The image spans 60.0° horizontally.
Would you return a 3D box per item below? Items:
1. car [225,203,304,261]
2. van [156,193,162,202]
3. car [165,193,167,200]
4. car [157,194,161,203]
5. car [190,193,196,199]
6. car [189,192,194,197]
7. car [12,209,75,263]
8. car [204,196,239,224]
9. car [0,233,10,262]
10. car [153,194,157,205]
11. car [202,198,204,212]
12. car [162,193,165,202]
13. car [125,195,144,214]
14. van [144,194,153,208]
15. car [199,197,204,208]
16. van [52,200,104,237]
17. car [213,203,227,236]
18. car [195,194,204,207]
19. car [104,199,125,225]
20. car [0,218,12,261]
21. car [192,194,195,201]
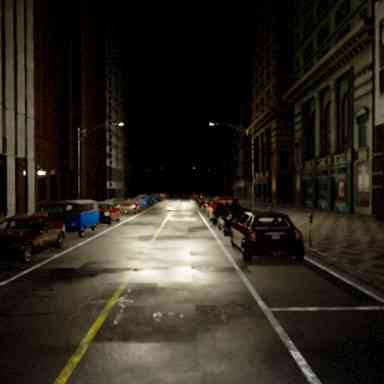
[{"bbox_3d":[2.522,1.399,12.094,1.967,1.590,4.097,0,0,-1],"label":"car"},{"bbox_3d":[-7.102,1.229,62.617,1.690,1.788,3.998,0,0,-1],"label":"van"},{"bbox_3d":[-7.347,1.182,73.888,2.192,1.841,5.009,0,0,-1],"label":"car"},{"bbox_3d":[-6.978,1.449,56.982,2.008,1.369,4.403,0,0,-1],"label":"car"},{"bbox_3d":[1.178,1.408,74.079,1.802,1.307,4.206,0,0,-1],"label":"car"},{"bbox_3d":[0.934,1.387,85.349,1.802,1.307,4.206,-1,0,-1],"label":"car"},{"bbox_3d":[-6.000,1.544,11.900,1.887,1.381,4.507,0,0,-1],"label":"car"},{"bbox_3d":[2.277,1.247,23.364,2.192,1.841,5.009,0,0,-1],"label":"car"},{"bbox_3d":[-3.006,1.363,1.303,2.097,1.767,4.553,0,0,-1],"label":"car"},{"bbox_3d":[-6.852,1.435,51.177,1.752,1.417,4.829,0,0,-1],"label":"car"},{"bbox_3d":[2.156,1.464,29.000,1.887,1.381,4.507,0,0,-1],"label":"car"},{"bbox_3d":[-7.223,1.317,68.252,1.967,1.590,4.097,0,0,-1],"label":"car"},{"bbox_3d":[-6.490,1.388,34.441,1.967,1.590,4.097,0,0,-1],"label":"car"},{"bbox_3d":[-6.735,1.263,45.711,1.690,1.788,3.998,0,0,-1],"label":"van"},{"bbox_3d":[2.034,1.472,34.635,1.947,1.339,4.313,0,0,-1],"label":"car"},{"bbox_3d":[-6.124,1.327,17.535,1.690,1.788,3.998,0,0,-1],"label":"van"},{"bbox_3d":[2.401,1.511,17.729,1.947,1.339,4.313,0,0,-1],"label":"car"},{"bbox_3d":[1.789,1.321,45.903,1.967,1.590,4.097,0,0,-1],"label":"car"},{"bbox_3d":[-6.245,1.413,23.170,1.967,1.590,4.097,0,0,-1],"label":"car"},{"bbox_3d":[-5.879,1.328,6.263,2.192,1.841,5.009,0,0,-1],"label":"car"},{"bbox_3d":[1.545,1.423,57.174,1.947,1.339,4.313,0,0,-1],"label":"car"}]
